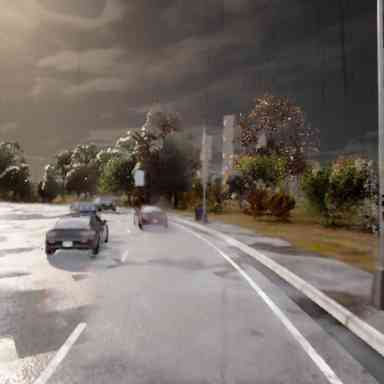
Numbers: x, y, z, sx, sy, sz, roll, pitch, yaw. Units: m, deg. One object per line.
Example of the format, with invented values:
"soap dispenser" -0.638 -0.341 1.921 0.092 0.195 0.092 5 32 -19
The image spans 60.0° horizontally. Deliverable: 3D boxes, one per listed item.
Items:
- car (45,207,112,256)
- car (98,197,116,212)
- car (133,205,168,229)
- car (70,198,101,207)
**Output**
"car" -4.431 1.545 13.243 1.812 1.442 4.674 0 0 -8
"car" -10.701 1.407 39.422 2.097 1.767 4.553 1 0 -32
"car" -2.798 1.565 22.084 1.812 1.442 4.674 0 0 -15
"car" -11.122 1.574 33.630 2.033 1.411 5.357 1 0 -29
